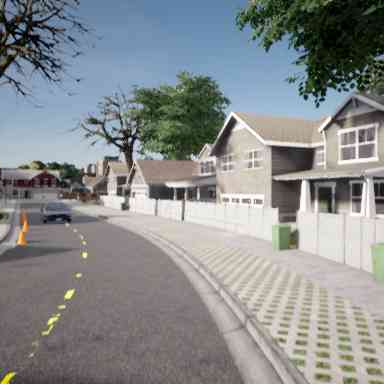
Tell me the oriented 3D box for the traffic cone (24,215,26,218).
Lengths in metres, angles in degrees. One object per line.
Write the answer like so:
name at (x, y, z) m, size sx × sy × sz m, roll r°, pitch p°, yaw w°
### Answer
traffic cone at (-11.490, 1.846, 22.827) m, size 0.340 × 0.580 × 0.340 m, roll 0°, pitch 0°, yaw -27°

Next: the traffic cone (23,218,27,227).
traffic cone at (-9.198, 1.867, 18.383) m, size 0.340 × 0.580 × 0.340 m, roll 0°, pitch 0°, yaw -27°

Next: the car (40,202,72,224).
car at (-9.994, 1.431, 24.235) m, size 2.033 × 1.411 × 5.357 m, roll 0°, pitch 0°, yaw -27°

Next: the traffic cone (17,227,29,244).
traffic cone at (-7.208, 1.888, 14.072) m, size 0.340 × 0.580 × 0.340 m, roll 0°, pitch 0°, yaw -22°
